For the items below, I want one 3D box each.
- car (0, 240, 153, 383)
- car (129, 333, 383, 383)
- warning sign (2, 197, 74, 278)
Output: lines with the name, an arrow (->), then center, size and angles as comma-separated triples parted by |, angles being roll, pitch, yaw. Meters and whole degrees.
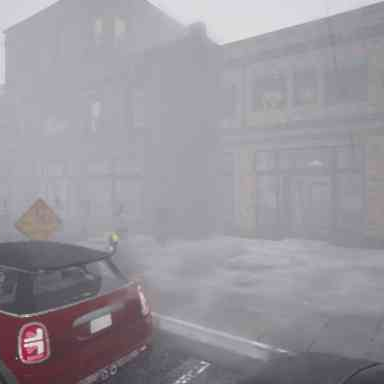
car -> -2.558, 1.417, 4.674 | 4.097, 1.590, 1.967 | 0, 1, 35
car -> 1.976, 1.564, 1.477 | 4.313, 1.339, 1.947 | 0, 1, 35
warning sign -> -3.955, 1.075, 8.581 | 1.060, 1.860, 1.300 | 1, 0, 35
